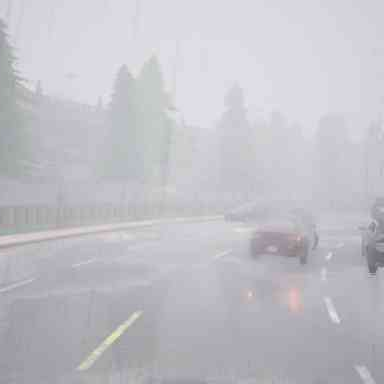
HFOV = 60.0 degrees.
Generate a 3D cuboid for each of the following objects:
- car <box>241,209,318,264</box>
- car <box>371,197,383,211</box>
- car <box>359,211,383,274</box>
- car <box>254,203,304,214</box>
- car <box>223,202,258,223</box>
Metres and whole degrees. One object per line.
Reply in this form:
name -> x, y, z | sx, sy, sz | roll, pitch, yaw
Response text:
car -> 3.453, 1.575, 12.196 | 1.812, 1.442, 4.674 | 0, 0, 26
car -> 15.805, 1.416, 24.884 | 5.566, 2.045, 2.150 | 1, 0, -29
car -> 6.399, 1.570, 10.329 | 2.128, 1.511, 4.902 | 0, 0, 25
car -> 6.423, 1.656, 22.291 | 4.181, 1.385, 1.994 | 1, 0, -44
car -> 4.487, 1.552, 25.262 | 5.008, 1.535, 1.882 | 1, 0, -42
